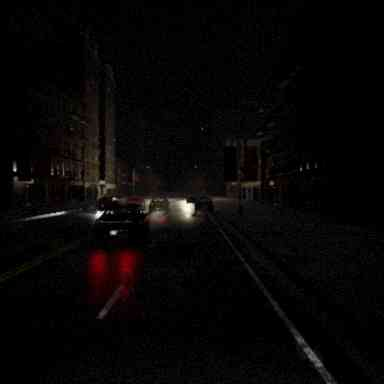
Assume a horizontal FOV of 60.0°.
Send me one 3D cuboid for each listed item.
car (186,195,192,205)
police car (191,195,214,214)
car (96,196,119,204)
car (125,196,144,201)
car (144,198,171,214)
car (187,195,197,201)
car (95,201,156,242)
[{"bbox_3d":[0.011,1.304,52.546,1.895,1.301,4.718,0,0,0],"label":"car"},{"bbox_3d":[1.144,1.242,33.179,1.930,1.638,5.238,0,0,0],"label":"police car"},{"bbox_3d":[-9.831,1.274,38.976,2.128,1.511,4.902,0,0,0],"label":"car"},{"bbox_3d":[-6.582,1.264,38.416,1.882,1.535,5.008,0,0,0],"label":"car"},{"bbox_3d":[-3.144,1.309,33.090,2.128,1.511,4.902,0,0,0],"label":"car"},{"bbox_3d":[0.013,1.193,67.735,1.895,1.301,4.718,0,0,0],"label":"car"},{"bbox_3d":[-3.147,1.405,15.743,2.128,1.511,4.902,0,0,0],"label":"car"}]
